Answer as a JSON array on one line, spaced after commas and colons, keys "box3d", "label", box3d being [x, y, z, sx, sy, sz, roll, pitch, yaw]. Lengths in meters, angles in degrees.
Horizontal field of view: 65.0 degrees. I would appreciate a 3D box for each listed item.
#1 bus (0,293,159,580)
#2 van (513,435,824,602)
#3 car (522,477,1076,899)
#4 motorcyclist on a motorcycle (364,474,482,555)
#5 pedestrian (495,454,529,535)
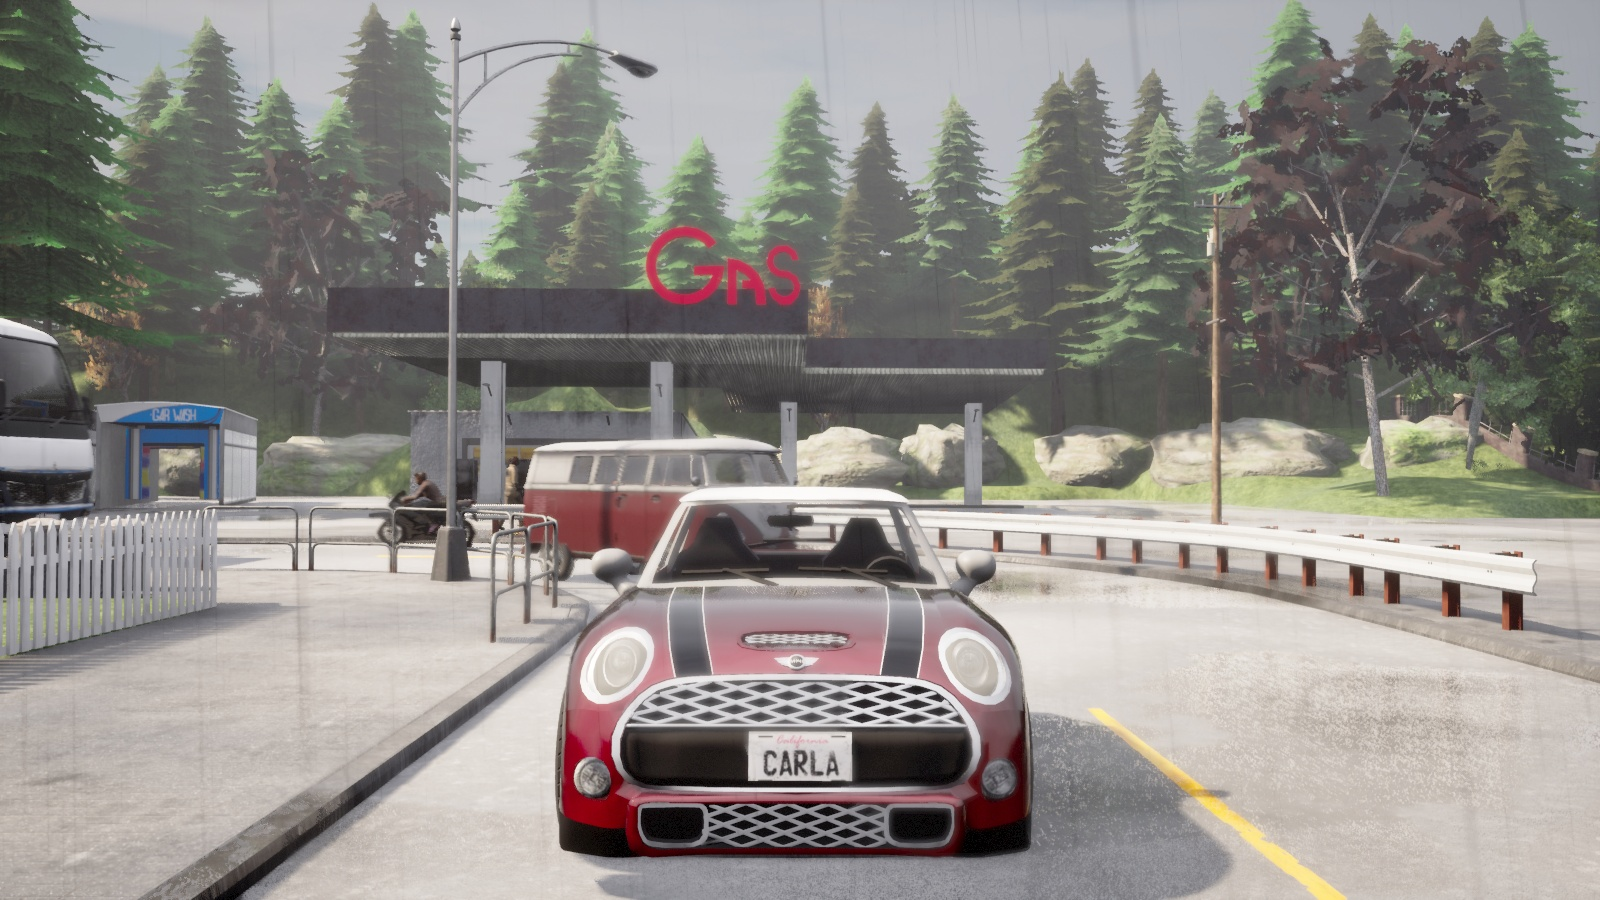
[{"box3d": [-16.644, -0.151, 20.566, 10.273, 4.253, 3.944, 0, -1, 0], "label": "bus"}, {"box3d": [-1.904, 0.863, 17.157, 4.442, 1.987, 1.775, -1, -2, 44], "label": "van"}, {"box3d": [-0.025, 0.887, 6.378, 1.970, 1.475, 3.806, 0, -1, -1], "label": "car"}, {"box3d": [-7.334, 1.236, 24.453, 2.044, 1.523, 0.797, 0, 0, 8], "label": "motorcyclist on a motorcycle"}, {"box3d": [-6.968, 1.061, 30.379, 0.692, 1.930, 0.396, 1, -1, -44], "label": "pedestrian"}]
